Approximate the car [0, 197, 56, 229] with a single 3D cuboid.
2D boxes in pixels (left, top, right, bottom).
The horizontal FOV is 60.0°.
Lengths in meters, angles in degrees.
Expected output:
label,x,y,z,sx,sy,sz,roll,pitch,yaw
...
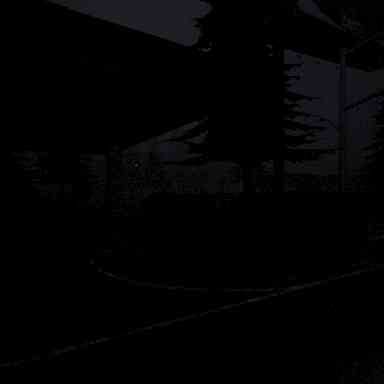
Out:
label,x,y,z,sx,sy,sz,roll,pitch,yaw
car,-11.854,1.313,23.546,3.866,1.878,1.905,0,0,-36
